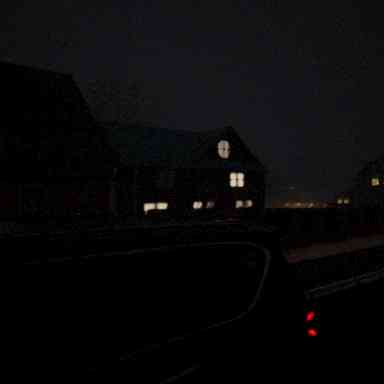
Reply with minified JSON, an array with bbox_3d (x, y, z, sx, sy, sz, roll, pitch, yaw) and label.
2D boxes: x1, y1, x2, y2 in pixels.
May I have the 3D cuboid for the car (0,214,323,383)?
[{"bbox_3d":[-1.510,1.220,2.020,5.566,2.045,2.150,1,0,-36],"label":"car"}]
